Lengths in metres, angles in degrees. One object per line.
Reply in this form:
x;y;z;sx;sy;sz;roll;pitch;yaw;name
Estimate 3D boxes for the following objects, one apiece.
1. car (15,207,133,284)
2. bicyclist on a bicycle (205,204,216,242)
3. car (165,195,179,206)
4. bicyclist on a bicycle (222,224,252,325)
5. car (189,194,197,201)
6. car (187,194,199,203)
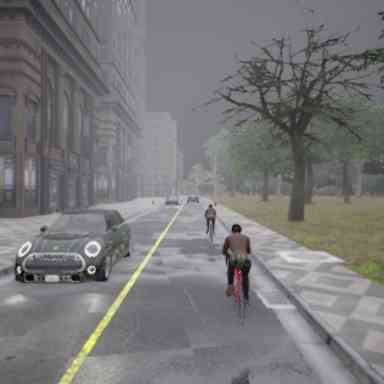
-3.080;1.305;9.583;2.097;1.767;4.553;0;0;0;car
0.855;1.380;15.105;0.582;1.620;1.656;0;0;0;bicyclist on a bicycle
-2.989;1.274;50.135;1.882;1.535;5.008;0;0;0;car
0.837;1.422;6.107;0.582;1.620;1.656;0;0;0;bicyclist on a bicycle
0.155;1.268;76.248;1.812;1.442;4.674;0;0;0;car
0.224;1.118;62.291;2.097;1.767;4.553;0;0;0;car
